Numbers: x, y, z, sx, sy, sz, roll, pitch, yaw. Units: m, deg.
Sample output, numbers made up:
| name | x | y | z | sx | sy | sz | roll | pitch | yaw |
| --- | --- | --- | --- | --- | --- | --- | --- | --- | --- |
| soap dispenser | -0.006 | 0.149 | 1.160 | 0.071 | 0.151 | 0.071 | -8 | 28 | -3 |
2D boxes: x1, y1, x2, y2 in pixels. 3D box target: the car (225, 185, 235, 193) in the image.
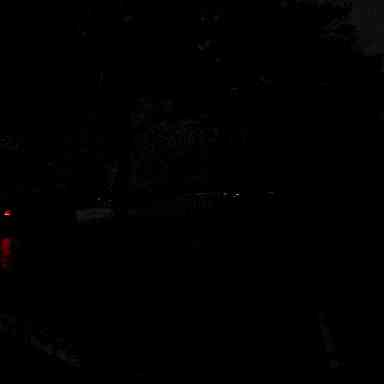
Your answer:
| name | x | y | z | sx | sy | sz | roll | pitch | yaw |
| --- | --- | --- | --- | --- | --- | --- | --- | --- | --- |
| car | 6.087 | -0.640 | 44.076 | 1.994 | 1.385 | 4.181 | 2 | 5 | 37 |

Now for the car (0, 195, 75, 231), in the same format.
| name | x | y | z | sx | sy | sz | roll | pitch | yaw |
| --- | --- | --- | --- | --- | --- | --- | --- | --- | --- |
| car | -8.748 | 0.963 | 18.464 | 2.097 | 1.767 | 4.553 | 1 | 4 | 27 |

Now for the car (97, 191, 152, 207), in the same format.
| name | x | y | z | sx | sy | sz | roll | pitch | yaw |
| --- | --- | --- | --- | --- | --- | --- | --- | --- | --- |
| car | -5.742 | 0.578 | 28.520 | 1.895 | 1.301 | 4.718 | 1 | 4 | 37 |

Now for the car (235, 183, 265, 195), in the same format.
| name | x | y | z | sx | sy | sz | roll | pitch | yaw |
| --- | --- | --- | --- | --- | --- | --- | --- | --- | --- |
| car | 7.357 | -0.416 | 40.072 | 1.994 | 1.385 | 4.181 | 1 | 5 | 37 |
